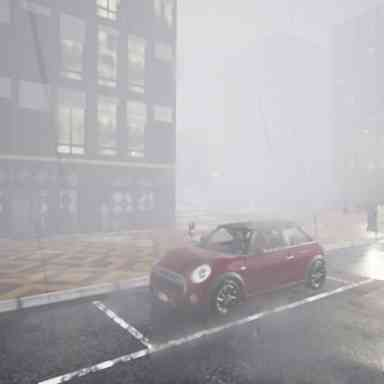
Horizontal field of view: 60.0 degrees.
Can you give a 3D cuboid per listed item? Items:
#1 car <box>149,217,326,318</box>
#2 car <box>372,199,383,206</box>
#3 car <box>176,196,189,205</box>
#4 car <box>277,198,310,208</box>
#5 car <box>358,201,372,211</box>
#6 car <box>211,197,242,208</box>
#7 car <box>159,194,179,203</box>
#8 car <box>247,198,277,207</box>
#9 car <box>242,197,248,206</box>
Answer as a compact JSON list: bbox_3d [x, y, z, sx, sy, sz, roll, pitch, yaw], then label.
[{"bbox_3d":[1.091,1.410,7.336,4.097,1.590,1.967,0,1,-36],"label":"car"},{"bbox_3d":[7.154,1.161,8.462,5.566,2.045,2.150,0,0,-35],"label":"car"},{"bbox_3d":[-2.122,1.543,56.005,1.887,1.381,4.507,0,0,-35],"label":"car"},{"bbox_3d":[14.565,1.566,46.985,1.802,1.307,4.206,0,0,-35],"label":"car"},{"bbox_3d":[21.133,1.489,37.739,1.947,1.339,4.313,0,0,-35],"label":"car"},{"bbox_3d":[4.446,1.488,46.759,2.008,1.369,4.403,0,0,-35],"label":"car"},{"bbox_3d":[-5.139,1.482,74.725,2.192,1.841,5.009,0,0,-35],"label":"car"},{"bbox_3d":[11.281,1.559,51.608,1.887,1.381,4.507,0,0,-35],"label":"car"},{"bbox_3d":[7.997,1.484,56.232,1.967,1.590,4.097,0,0,-35],"label":"car"}]
